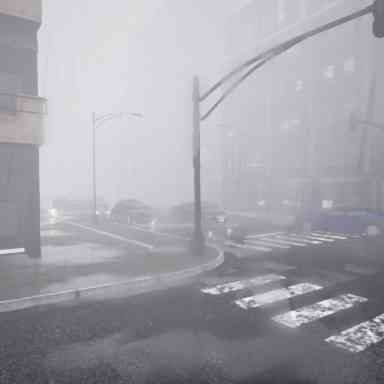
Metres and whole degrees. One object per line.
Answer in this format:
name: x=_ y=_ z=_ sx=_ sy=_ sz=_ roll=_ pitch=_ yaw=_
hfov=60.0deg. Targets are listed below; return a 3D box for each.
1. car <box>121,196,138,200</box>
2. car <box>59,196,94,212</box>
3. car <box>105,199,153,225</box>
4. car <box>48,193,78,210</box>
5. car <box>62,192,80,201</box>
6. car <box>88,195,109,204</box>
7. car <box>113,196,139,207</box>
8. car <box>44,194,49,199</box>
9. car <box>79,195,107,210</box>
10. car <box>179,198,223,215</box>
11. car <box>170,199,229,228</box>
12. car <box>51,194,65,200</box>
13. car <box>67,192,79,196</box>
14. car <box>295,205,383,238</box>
car: x=-5.493 y=1.374 z=30.526 sx=1.882 sy=1.535 sz=5.008 roll=-1 pitch=1 yaw=-35
car: x=-12.683 y=1.448 z=36.368 sx=2.008 sy=1.369 sz=4.403 roll=-1 pitch=1 yaw=-35
car: x=-4.417 y=1.509 z=24.199 sx=1.887 sy=1.381 sz=4.507 roll=-1 pitch=1 yaw=-35
car: x=-15.918 y=1.313 z=41.040 sx=1.967 sy=1.590 sz=4.097 roll=-1 pitch=1 yaw=-35
car: x=-25.201 y=0.935 z=69.171 sx=2.192 sy=1.841 sz=5.009 roll=-1 pitch=1 yaw=-35
car: x=-15.594 y=1.217 z=55.295 sx=1.752 sy=1.417 sz=4.829 roll=-1 pitch=1 yaw=-35
car: x=-9.126 y=1.266 z=45.950 sx=1.752 sy=1.417 sz=4.829 roll=-1 pitch=1 yaw=-35
car: x=-34.998 y=1.075 z=83.330 sx=1.752 sy=1.417 sz=4.829 roll=-1 pitch=1 yaw=-35
car: x=-11.494 y=1.397 z=39.210 sx=2.033 sy=1.411 sz=5.357 roll=-1 pitch=1 yaw=-35
car: x=0.757 y=1.360 z=31.856 sx=1.887 sy=1.381 sz=4.507 roll=-1 pitch=1 yaw=-35
car: x=0.392 y=1.434 z=22.020 sx=2.128 sy=1.511 sz=4.902 roll=-1 pitch=1 yaw=-35
car: x=-31.667 y=1.124 z=78.518 sx=2.008 sy=1.369 sz=4.403 roll=-1 pitch=1 yaw=-35
car: x=-19.904 y=1.223 z=56.790 sx=1.837 sy=1.490 sz=4.892 roll=-1 pitch=1 yaw=-35
car: x=7.976 y=1.423 z=17.390 sx=5.008 sy=1.535 sz=1.882 roll=1 pitch=3 yaw=36
